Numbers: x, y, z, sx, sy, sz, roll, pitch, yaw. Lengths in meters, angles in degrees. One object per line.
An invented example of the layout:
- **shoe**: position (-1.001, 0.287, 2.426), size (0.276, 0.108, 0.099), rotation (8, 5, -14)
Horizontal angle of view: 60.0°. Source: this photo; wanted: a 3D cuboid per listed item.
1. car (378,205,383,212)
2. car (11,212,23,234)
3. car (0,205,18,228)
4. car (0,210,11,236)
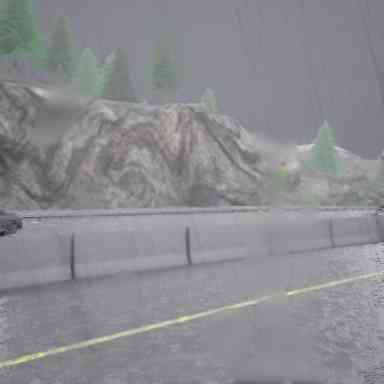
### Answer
- **car**: position (25.083, 1.727, 40.035), size (5.357, 1.411, 2.033), rotation (0, 0, -19)
- **car**: position (-11.175, 1.493, 17.378), size (4.181, 1.385, 1.994), rotation (0, 0, -34)
- **car**: position (-13.326, 1.517, 20.177), size (4.718, 1.301, 1.895), rotation (0, 0, -35)
- **car**: position (-10.640, 1.479, 13.539), size (5.357, 1.411, 2.033), rotation (0, 0, -36)
